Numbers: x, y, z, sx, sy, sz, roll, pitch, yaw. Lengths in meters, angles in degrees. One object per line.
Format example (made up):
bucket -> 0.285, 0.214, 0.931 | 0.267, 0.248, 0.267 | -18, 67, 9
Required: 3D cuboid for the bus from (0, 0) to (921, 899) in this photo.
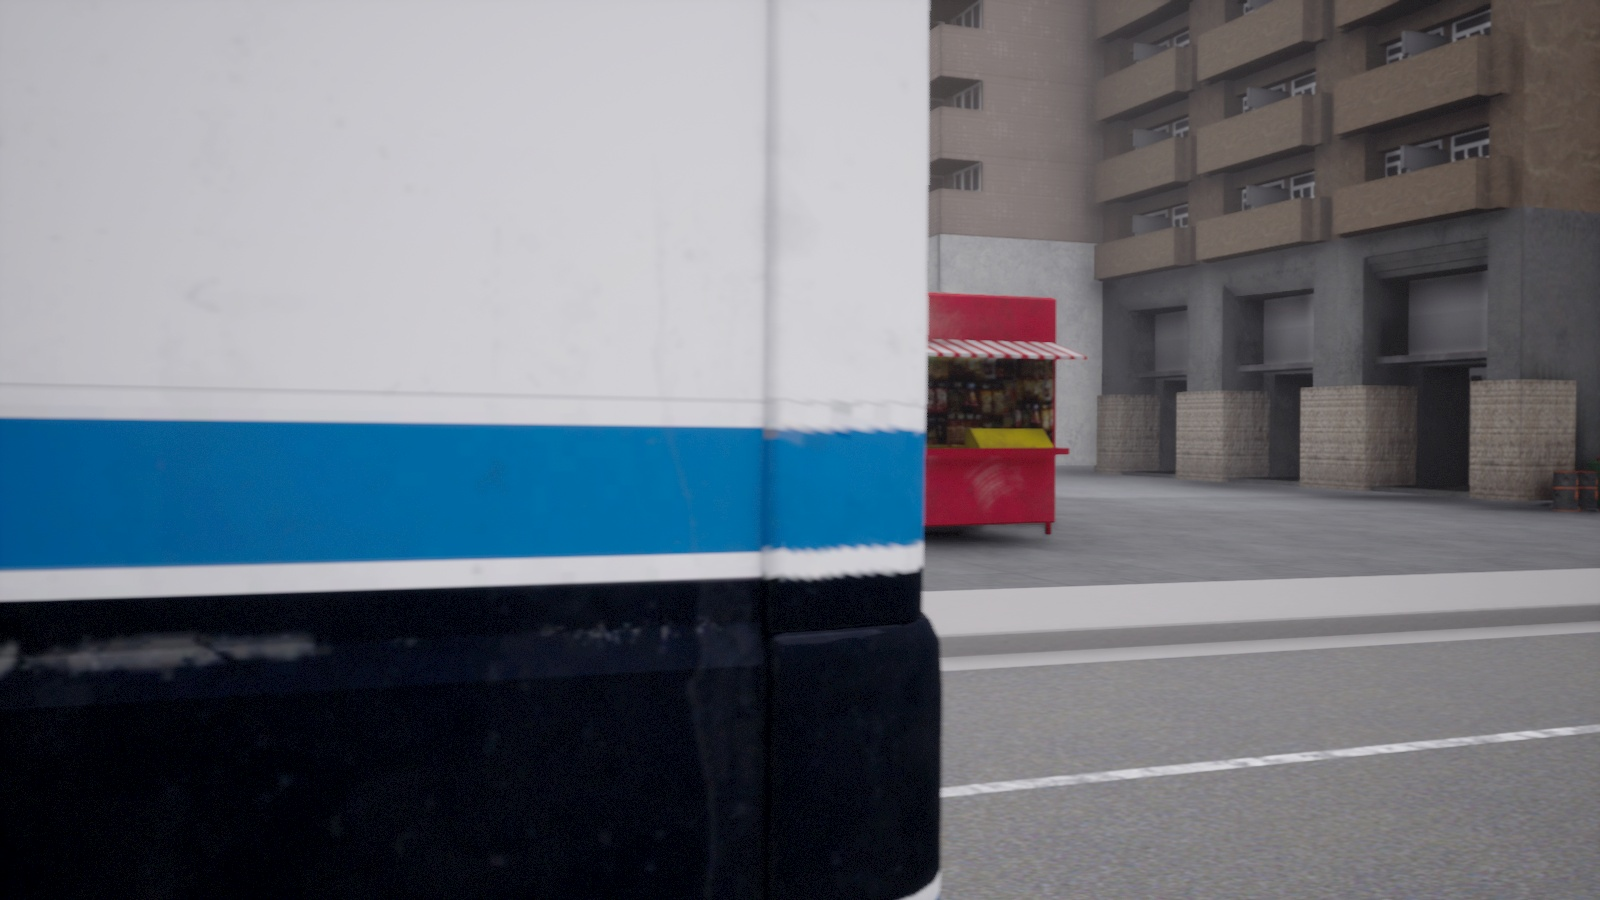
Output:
bus -> -5.395, -0.547, 1.207 | 10.273, 4.253, 3.944 | -1, 1, -21
